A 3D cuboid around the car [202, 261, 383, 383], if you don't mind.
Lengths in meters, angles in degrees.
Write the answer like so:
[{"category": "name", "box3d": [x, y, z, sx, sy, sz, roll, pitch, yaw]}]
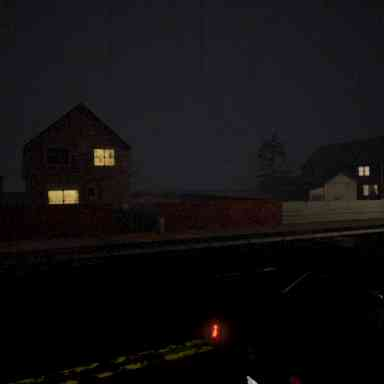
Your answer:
[{"category": "car", "box3d": [2.600, 1.598, 4.218, 4.718, 1.301, 1.895, 0, 0, -27]}]
